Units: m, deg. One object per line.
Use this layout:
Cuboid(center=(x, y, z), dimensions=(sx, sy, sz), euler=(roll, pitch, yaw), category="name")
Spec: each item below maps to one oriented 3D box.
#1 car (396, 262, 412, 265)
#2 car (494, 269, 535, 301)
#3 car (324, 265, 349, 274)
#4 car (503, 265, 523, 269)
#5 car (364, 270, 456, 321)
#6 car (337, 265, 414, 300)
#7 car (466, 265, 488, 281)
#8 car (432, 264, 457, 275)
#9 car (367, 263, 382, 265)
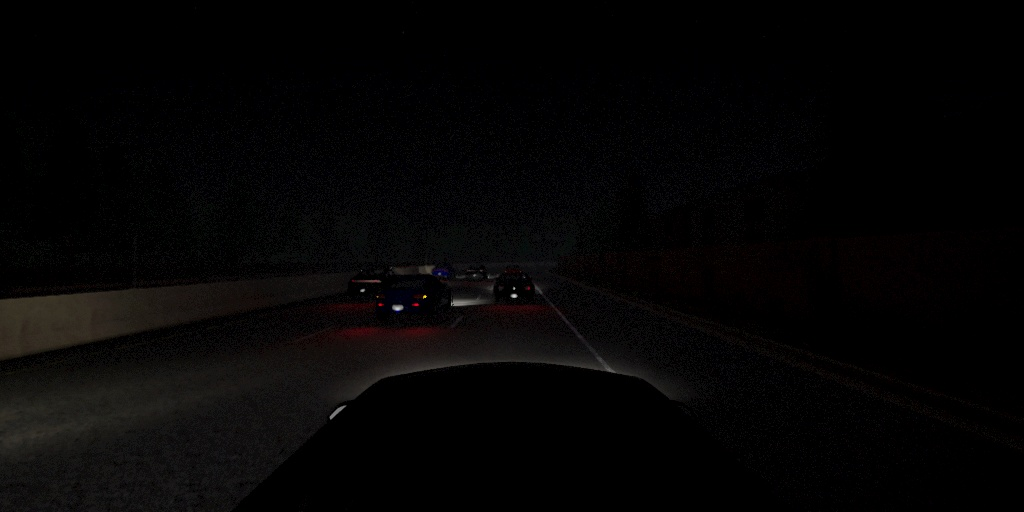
Cuboid(center=(-14.076, 1.552, 46.067), dimensions=(2.097, 1.767, 4.553), euler=(0, -1, 0), category="car")
Cuboid(center=(0.104, 1.521, 18.427), dimensions=(1.895, 1.301, 4.718), euler=(0, -1, 0), category="car")
Cuboid(center=(-21.079, 1.780, 44.016), dimensions=(1.895, 1.301, 4.718), euler=(0, -1, 0), category="car")
Cuboid(center=(0.092, 1.625, 36.120), dimensions=(1.812, 1.442, 4.674), euler=(0, -1, 0), category="car")
Cuboid(center=(-3.398, 1.390, 12.973), dimensions=(1.812, 1.442, 4.674), euler=(0, -1, 0), category="car")
Cuboid(center=(-6.896, 1.417, 19.000), dimensions=(2.128, 1.511, 4.902), euler=(0, -1, 0), category="car")
Cuboid(center=(-3.394, 1.580, 35.074), dimensions=(2.128, 1.511, 4.902), euler=(0, -1, 0), category="car")
Cuboid(center=(-6.894, 1.582, 36.644), dimensions=(1.882, 1.535, 5.008), euler=(0, -1, 0), category="car")
Cuboid(center=(-17.581, 1.697, 45.362), dimensions=(1.837, 1.490, 4.892), euler=(0, -1, 0), category="car")
